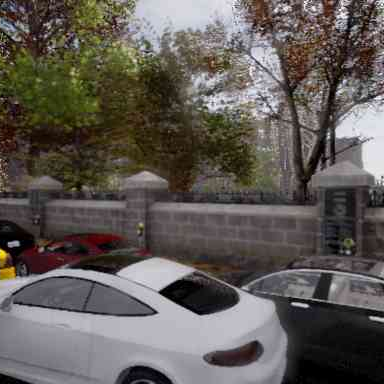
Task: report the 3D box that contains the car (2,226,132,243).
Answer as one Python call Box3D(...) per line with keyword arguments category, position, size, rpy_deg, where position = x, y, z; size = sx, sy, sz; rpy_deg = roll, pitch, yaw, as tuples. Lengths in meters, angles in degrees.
Box3D(category="car", position=(-2.622, 1.634, 8.068), size=(4.206, 1.307, 1.802), rpy_deg=(0, -1, 36))

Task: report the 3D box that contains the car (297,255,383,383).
Box3D(category="car", position=(1.844, 1.599, 4.774), size=(4.403, 1.369, 2.008), rpy_deg=(0, -1, 36))

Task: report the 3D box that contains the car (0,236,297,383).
Box3D(category="car", position=(-1.214, 1.555, 4.282), size=(4.674, 1.442, 1.812), rpy_deg=(0, 0, 24))

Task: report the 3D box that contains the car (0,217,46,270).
Box3D(category="car", position=(-7.088, 1.622, 11.363), size=(4.313, 1.339, 1.947), rpy_deg=(0, -1, 36))

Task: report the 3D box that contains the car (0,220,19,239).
Box3D(category="car", position=(-6.257, 1.493, 8.277), size=(5.366, 1.575, 1.801), rpy_deg=(0, -1, 41))
